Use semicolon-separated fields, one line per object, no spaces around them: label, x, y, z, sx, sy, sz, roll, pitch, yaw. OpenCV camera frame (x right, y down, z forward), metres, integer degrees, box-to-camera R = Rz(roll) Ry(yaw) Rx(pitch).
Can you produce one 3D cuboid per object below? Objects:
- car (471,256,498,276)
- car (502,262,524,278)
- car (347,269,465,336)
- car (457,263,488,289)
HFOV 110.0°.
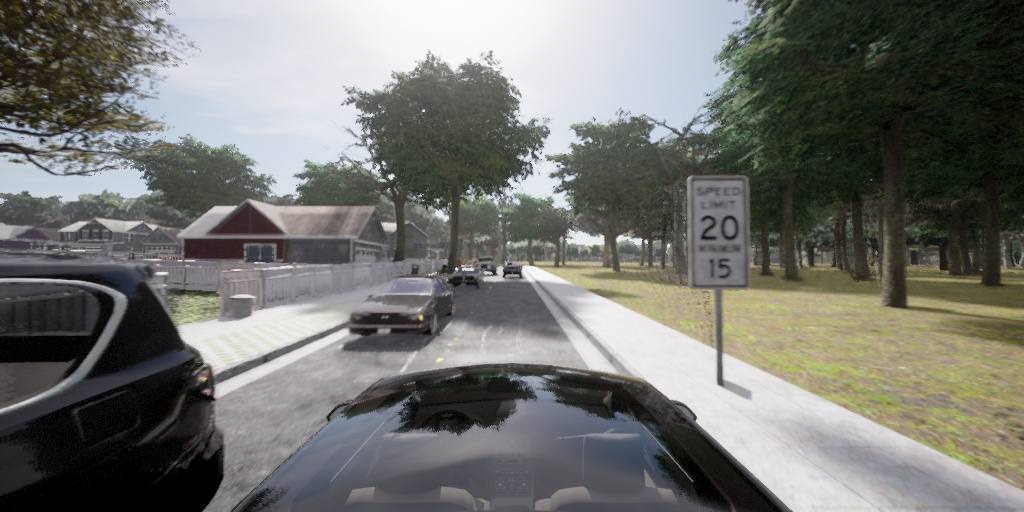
car;-2.749;1.052;38.826;2.150;2.045;5.566;0;0;0
car;0.056;1.277;34.688;1.837;1.490;4.892;0;0;0
car;-2.851;1.293;10.662;2.033;1.411;5.357;0;0;0
car;-2.844;1.356;23.360;1.895;1.301;4.718;0;0;0
